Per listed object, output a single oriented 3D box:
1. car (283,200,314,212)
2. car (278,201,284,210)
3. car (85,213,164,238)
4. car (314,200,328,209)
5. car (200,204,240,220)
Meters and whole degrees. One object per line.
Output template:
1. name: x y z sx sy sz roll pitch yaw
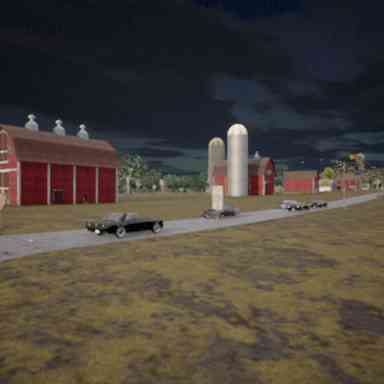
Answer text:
1. car: 14.395 1.948 44.704 1.895 1.301 4.718 0 0 36
2. car: 14.458 1.871 49.617 1.812 1.442 4.674 0 0 36
3. car: -3.734 1.848 19.450 1.895 1.301 4.718 0 -1 36
4. car: 20.128 1.911 52.817 1.895 1.301 4.718 0 0 36
5. car: 2.996 1.946 33.757 2.033 1.411 5.357 0 0 36
